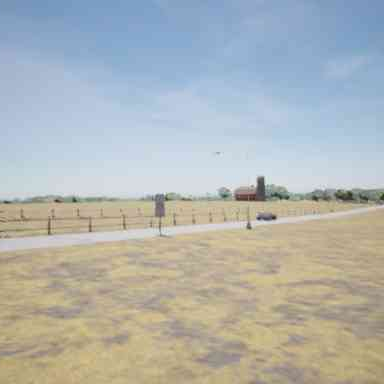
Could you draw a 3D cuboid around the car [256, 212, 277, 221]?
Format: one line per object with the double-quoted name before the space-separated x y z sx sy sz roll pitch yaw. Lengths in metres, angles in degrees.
"car" 11.632 3.750 51.709 1.994 1.385 4.181 -2 -3 35
